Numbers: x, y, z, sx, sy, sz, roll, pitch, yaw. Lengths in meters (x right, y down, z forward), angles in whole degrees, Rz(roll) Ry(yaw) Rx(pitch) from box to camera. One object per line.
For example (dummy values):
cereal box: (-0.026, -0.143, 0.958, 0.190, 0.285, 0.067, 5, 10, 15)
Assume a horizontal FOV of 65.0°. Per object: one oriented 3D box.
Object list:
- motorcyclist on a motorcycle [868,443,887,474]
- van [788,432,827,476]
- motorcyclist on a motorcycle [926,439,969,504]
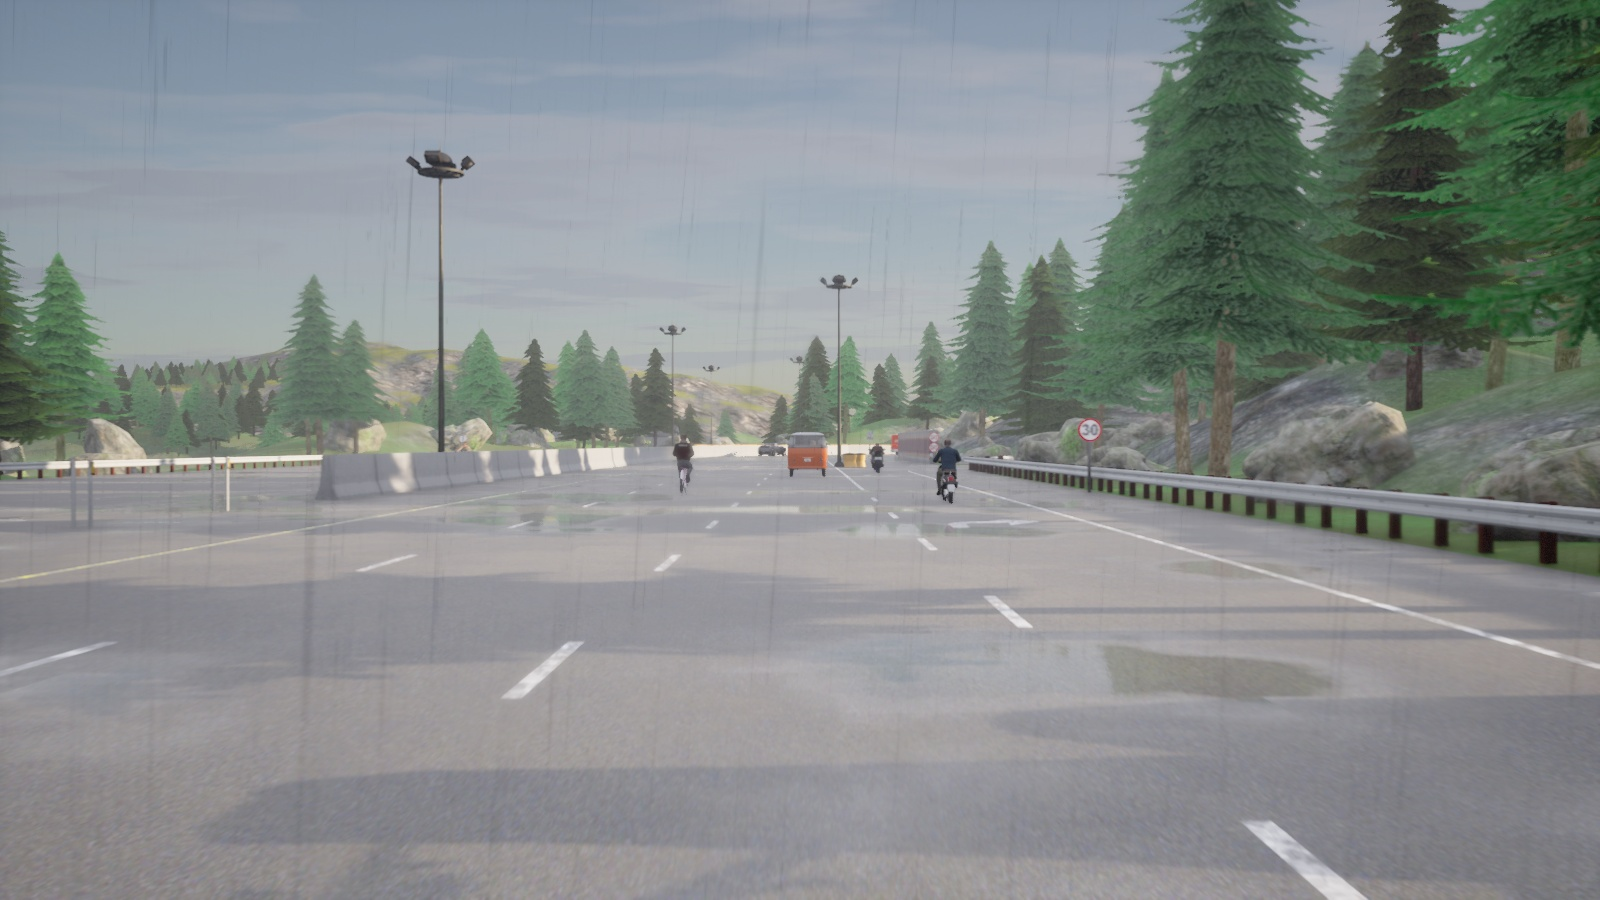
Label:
motorcyclist on a motorcycle: (3.874, 0.430, 62.898, 0.866, 1.530, 2.191, 0, 0, 0)
van: (0.351, 0.172, 58.238, 1.775, 1.987, 4.442, 0, 0, 0)
motorcyclist on a motorcycle: (3.697, 0.525, 31.546, 0.866, 1.590, 1.817, 0, 0, 0)
